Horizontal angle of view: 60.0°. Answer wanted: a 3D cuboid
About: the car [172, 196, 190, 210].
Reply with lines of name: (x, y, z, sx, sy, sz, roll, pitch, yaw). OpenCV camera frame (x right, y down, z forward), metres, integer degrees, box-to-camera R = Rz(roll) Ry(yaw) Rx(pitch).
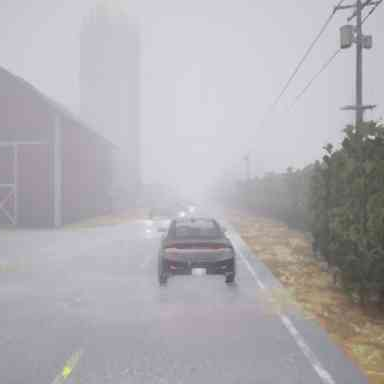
car: (-1.725, 1.309, 38.895, 2.097, 1.767, 4.553, 0, 0, 4)

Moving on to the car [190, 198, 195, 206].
car: (-0.611, 1.539, 53.610, 1.895, 1.301, 4.718, 0, 0, 4)

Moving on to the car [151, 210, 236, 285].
car: (0.024, 1.480, 9.500, 2.128, 1.511, 4.902, 0, 0, -3)

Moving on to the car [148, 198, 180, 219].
car: (-2.461, 1.492, 28.793, 1.812, 1.442, 4.674, 0, 0, 6)
